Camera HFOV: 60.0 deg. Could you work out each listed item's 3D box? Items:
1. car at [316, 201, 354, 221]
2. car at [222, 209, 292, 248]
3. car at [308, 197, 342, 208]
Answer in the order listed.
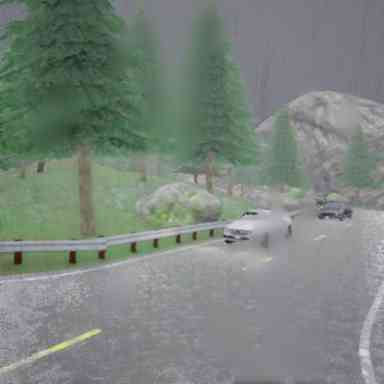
[{"bbox_3d":[11.814,1.548,27.258,2.033,1.411,5.357,0,0,37],"label":"car"},{"bbox_3d":[3.139,1.517,15.159,1.812,1.442,4.674,0,0,35],"label":"car"},{"bbox_3d":[16.924,1.300,42.672,1.895,1.301,4.718,0,0,-8],"label":"car"}]
